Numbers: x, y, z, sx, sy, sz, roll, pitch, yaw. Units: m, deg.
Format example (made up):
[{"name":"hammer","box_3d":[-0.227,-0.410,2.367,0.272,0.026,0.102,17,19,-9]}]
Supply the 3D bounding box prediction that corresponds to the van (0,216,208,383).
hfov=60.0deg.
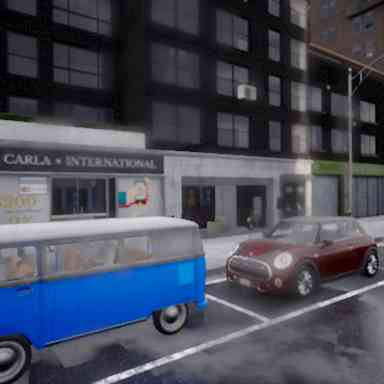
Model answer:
[{"name":"van","box_3d":[-1.656,1.323,5.007,3.998,1.788,1.690,-1,0,-36]}]

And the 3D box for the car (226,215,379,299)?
[{"name":"car","box_3d":[2.746,1.355,8.157,4.097,1.590,1.967,-1,0,-36]}]
